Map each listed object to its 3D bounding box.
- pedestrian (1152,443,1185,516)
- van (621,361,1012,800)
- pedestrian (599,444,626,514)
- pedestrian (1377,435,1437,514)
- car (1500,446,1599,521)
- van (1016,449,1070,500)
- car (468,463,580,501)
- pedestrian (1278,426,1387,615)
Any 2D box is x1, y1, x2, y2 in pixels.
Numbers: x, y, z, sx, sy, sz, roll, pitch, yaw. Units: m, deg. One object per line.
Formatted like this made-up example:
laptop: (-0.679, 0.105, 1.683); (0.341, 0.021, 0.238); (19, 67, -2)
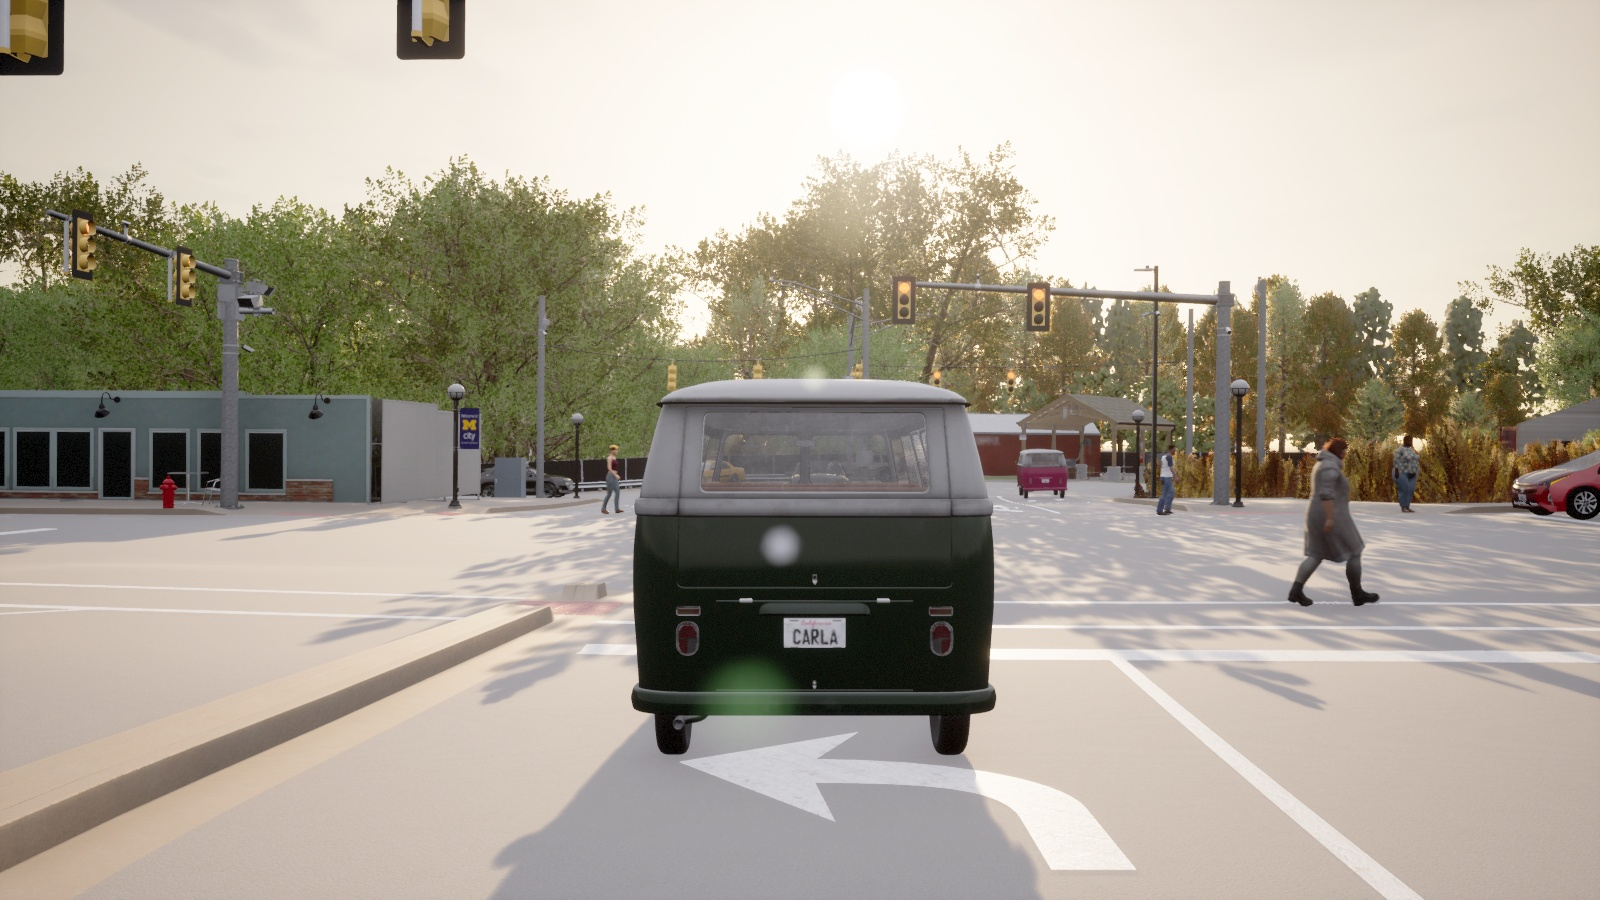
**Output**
pedestrian: (9.330, 0.743, 31.781); (0.706, 1.836, 0.354); (1, 0, 2)
van: (0.062, 0.631, 7.930); (1.775, 1.987, 4.442); (0, -1, 0)
pedestrian: (-4.968, 0.762, 33.281); (0.594, 1.836, 0.345); (1, 0, 18)
pedestrian: (14.469, 0.582, 29.958); (0.874, 1.855, 0.900); (1, 0, -22)
car: (17.983, 0.673, 27.175); (4.514, 1.525, 2.007); (-1, 0, 4)
van: (10.010, 0.969, 52.072); (1.775, 1.987, 4.442); (-1, 0, 6)
car: (-13.327, 1.531, 60.721); (4.856, 1.649, 2.033); (-1, 1, 8)
pedestrian: (5.661, 0.729, 13.390); (0.873, 1.952, 0.659); (1, 0, 4)
